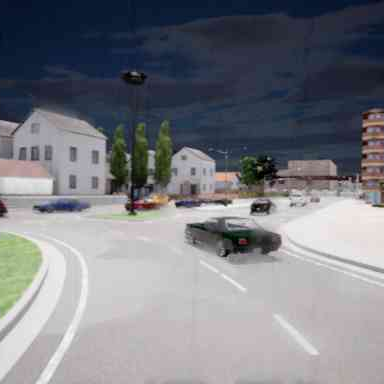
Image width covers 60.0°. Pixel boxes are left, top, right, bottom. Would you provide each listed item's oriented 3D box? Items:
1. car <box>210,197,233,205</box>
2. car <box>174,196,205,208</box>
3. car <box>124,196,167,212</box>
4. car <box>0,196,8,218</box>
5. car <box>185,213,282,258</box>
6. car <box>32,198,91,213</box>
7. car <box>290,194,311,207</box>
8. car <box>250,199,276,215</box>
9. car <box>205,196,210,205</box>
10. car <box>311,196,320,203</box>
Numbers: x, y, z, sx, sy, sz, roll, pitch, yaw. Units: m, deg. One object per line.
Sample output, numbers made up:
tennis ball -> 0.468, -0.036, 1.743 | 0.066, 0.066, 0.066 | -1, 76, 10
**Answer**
car -> 5.290, 1.533, 56.202 | 1.895, 1.301, 4.718 | 1, 0, 27
car -> -0.516, 1.484, 44.855 | 1.895, 1.301, 4.718 | 1, 0, 28
car -> -5.286, 1.441, 36.672 | 1.895, 1.301, 4.718 | 1, 0, 33
car -> -16.602, 1.070, 25.314 | 4.553, 1.767, 2.097 | 1, 0, -33
car -> 1.307, 1.586, 12.840 | 1.895, 1.301, 4.718 | 1, 0, -22
car -> -12.700, 1.299, 32.784 | 2.033, 1.411, 5.357 | 1, 0, 44
car -> 17.758, 1.321, 55.089 | 2.150, 2.045, 5.566 | 1, 0, 27
car -> 7.410, 1.491, 34.275 | 1.882, 1.535, 5.008 | 1, 0, 25
car -> 2.337, 1.453, 58.104 | 1.994, 1.385, 4.181 | 1, 0, 27
car -> 27.739, 1.707, 75.054 | 1.812, 1.442, 4.674 | 1, 0, 27
